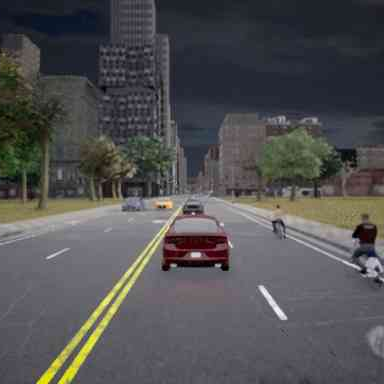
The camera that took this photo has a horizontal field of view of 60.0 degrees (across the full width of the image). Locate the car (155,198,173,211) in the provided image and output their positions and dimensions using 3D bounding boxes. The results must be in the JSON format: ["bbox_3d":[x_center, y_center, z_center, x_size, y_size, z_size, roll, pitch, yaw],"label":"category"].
[{"bbox_3d":[-3.339,1.441,39.907,1.882,1.535,5.008,0,0,0],"label":"car"}]

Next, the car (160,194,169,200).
[{"bbox_3d":[-6.504,1.145,79.206,1.994,1.385,4.181,0,0,0],"label":"car"}]

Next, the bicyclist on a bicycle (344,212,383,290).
[{"bbox_3d":[4.143,1.359,8.171,0.659,1.776,1.843,0,0,0],"label":"bicyclist on a bicycle"}]

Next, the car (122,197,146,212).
[{"bbox_3d":[-6.590,1.315,37.847,2.097,1.767,4.553,0,0,0],"label":"car"}]

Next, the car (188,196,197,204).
[{"bbox_3d":[0.084,1.495,65.539,1.812,1.442,4.674,0,0,0],"label":"car"}]

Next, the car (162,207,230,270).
[{"bbox_3d":[0.099,1.462,11.004,1.882,1.535,5.008,0,0,0],"label":"car"}]

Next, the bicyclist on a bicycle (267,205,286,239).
[{"bbox_3d":[4.142,1.417,16.139,0.866,1.612,1.509,0,0,0],"label":"bicyclist on a bicycle"}]

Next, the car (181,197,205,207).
[{"bbox_3d":[0.099,1.474,29.354,1.837,1.490,4.892,0,0,0],"label":"car"}]
